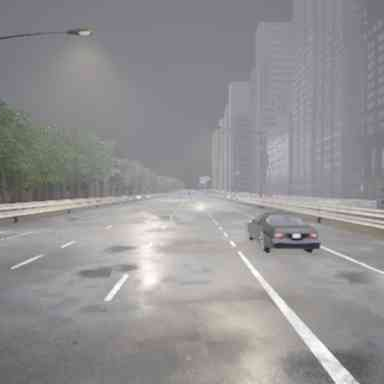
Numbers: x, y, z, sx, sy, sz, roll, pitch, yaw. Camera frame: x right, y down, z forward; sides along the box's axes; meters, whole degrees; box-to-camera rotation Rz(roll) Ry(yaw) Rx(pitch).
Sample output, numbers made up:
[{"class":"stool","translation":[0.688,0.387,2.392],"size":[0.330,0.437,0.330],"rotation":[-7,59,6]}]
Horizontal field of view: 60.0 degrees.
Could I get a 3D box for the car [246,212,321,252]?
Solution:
[{"class":"car","translation":[3.514,1.523,13.712],"size":[2.033,1.411,5.357],"rotation":[0,0,0]}]
